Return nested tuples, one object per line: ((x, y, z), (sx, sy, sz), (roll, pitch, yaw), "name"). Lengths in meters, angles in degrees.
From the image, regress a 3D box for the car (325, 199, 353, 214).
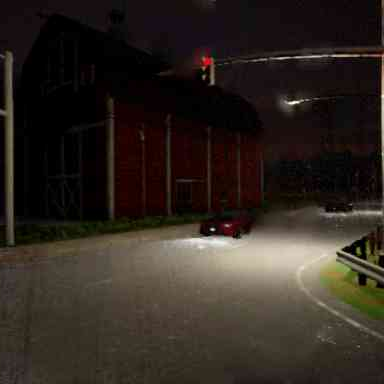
((15.237, 1.465, 34.382), (1.994, 1.385, 4.181), (-1, 0, 38), "car")

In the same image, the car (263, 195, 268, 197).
((18.429, 1.417, 85.804), (1.784, 1.438, 3.905), (-1, 0, 37), "car")

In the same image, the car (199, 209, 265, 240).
((2.173, 1.571, 17.322), (1.994, 1.385, 4.181), (-1, 0, 37), "car")
